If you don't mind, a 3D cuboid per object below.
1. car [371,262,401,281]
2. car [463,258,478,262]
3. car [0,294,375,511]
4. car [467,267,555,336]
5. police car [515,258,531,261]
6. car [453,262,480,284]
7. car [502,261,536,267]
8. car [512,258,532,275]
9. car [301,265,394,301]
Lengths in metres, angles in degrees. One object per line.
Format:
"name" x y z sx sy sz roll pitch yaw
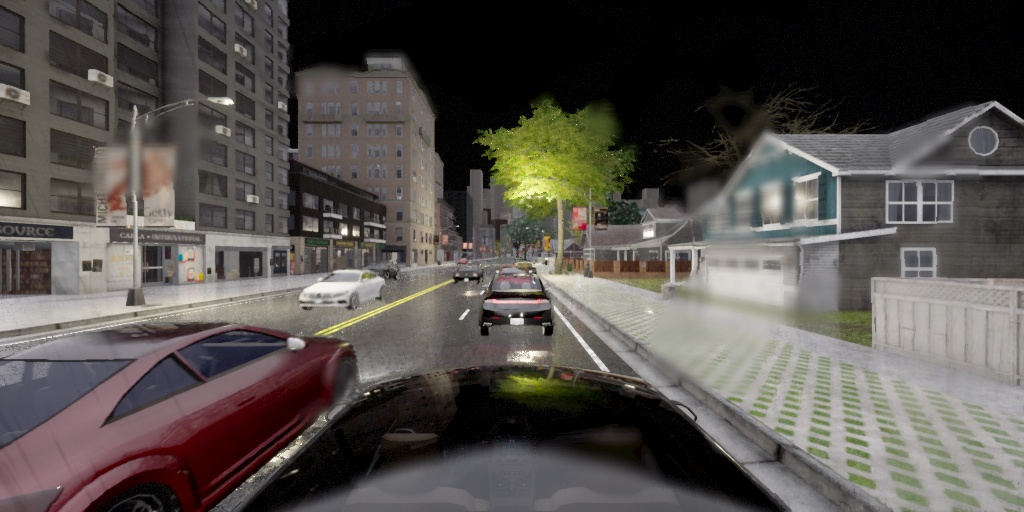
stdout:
"car" -9.828 1.224 26.761 2.128 1.511 4.902 0 0 0
"car" -6.530 1.251 59.978 1.994 1.385 4.181 0 0 0
"car" -3.147 1.314 3.422 1.994 1.385 4.181 0 0 0
"car" 0.110 1.239 10.398 2.128 1.511 4.902 0 0 0
"police car" 0.999 1.155 29.631 1.930 1.638 5.238 0 0 0
"car" -3.129 1.333 26.885 1.895 1.301 4.718 0 0 0
"car" 0.116 1.218 19.901 1.882 1.535 5.008 0 0 0
"car" 1.007 1.067 39.491 2.097 1.767 4.553 0 0 0
"car" -6.588 1.271 14.545 1.812 1.442 4.674 0 0 0
